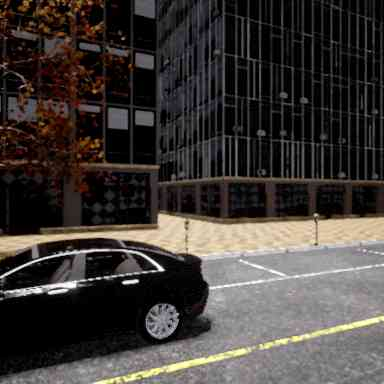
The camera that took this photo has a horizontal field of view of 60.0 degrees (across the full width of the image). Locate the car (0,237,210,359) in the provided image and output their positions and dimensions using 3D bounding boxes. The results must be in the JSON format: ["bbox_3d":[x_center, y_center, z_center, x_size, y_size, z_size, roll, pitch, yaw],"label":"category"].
[{"bbox_3d":[-2.089,1.535,5.217,4.892,1.490,1.837,0,0,-25],"label":"car"}]
